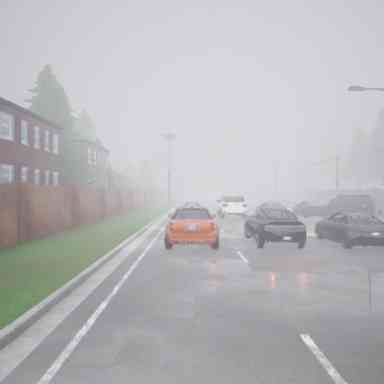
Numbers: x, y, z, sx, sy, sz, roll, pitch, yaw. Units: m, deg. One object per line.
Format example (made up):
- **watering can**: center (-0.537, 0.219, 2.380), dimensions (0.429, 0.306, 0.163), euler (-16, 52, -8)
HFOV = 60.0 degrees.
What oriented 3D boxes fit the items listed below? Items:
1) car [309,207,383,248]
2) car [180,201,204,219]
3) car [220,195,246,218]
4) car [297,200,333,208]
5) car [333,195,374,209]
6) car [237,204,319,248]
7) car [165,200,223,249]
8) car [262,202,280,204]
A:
- **car**: center (7.000, 1.570, 14.662), dimensions (1.994, 1.385, 4.181), euler (0, 0, 0)
- **car**: center (0.000, 1.570, 29.662), dimensions (1.994, 1.385, 4.181), euler (0, 0, 0)
- **car**: center (3.500, 1.255, 29.692), dimensions (2.150, 2.045, 5.566), euler (0, 0, 0)
- **car**: center (10.500, 1.531, 29.662), dimensions (1.812, 1.442, 4.674), euler (0, 0, 0)
- **car**: center (14.000, 1.255, 29.692), dimensions (2.150, 2.045, 5.566), euler (0, 0, 0)
- **car**: center (3.500, 1.492, 14.662), dimensions (2.128, 1.511, 4.902), euler (0, 0, 0)
- **car**: center (0.000, 1.363, 14.632), dimensions (2.097, 1.767, 4.553), euler (0, 0, 0)
- **car**: center (7.000, 1.561, 29.662), dimensions (2.033, 1.411, 5.357), euler (0, 0, 0)
